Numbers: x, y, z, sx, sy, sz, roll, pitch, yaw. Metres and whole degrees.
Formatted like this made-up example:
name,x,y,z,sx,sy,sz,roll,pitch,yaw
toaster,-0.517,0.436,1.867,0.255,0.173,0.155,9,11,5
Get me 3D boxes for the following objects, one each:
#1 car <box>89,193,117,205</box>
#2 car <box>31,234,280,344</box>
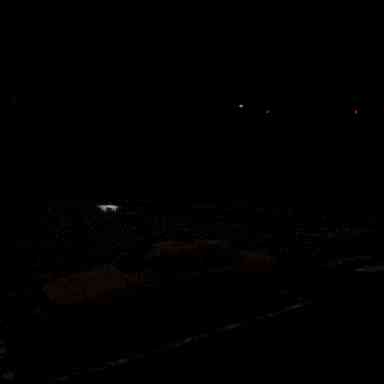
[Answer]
name,x,y,z,sx,sy,sz,roll,pitch,yaw
car,-11.171,0.866,41.303,2.033,1.411,5.357,0,1,-36
car,-0.369,1.533,6.385,4.829,1.417,1.752,0,0,-36
